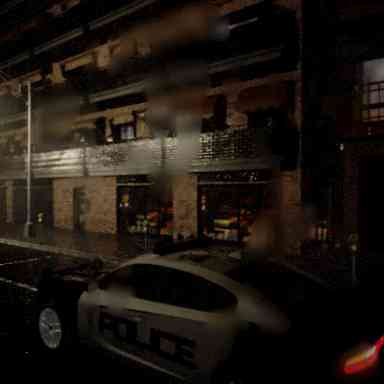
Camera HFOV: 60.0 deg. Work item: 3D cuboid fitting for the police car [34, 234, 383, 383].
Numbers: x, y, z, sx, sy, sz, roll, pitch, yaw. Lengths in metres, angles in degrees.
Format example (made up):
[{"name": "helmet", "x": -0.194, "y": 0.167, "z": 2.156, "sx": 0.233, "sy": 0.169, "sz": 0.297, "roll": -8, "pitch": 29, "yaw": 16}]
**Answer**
[{"name": "police car", "x": -0.235, "y": 1.433, "z": 4.530, "sx": 5.238, "sy": 1.638, "sz": 1.930, "roll": 0, "pitch": 0, "yaw": 36}]
